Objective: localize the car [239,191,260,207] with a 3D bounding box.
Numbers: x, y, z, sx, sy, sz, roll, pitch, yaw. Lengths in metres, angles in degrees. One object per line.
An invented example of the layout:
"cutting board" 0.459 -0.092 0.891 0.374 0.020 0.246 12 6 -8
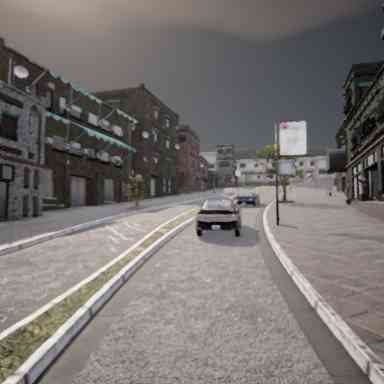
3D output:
"car" 5.019 0.598 29.983 1.895 1.301 4.718 -1 2 17

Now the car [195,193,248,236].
"car" 1.330 1.041 15.144 2.128 1.511 4.902 -1 2 10
